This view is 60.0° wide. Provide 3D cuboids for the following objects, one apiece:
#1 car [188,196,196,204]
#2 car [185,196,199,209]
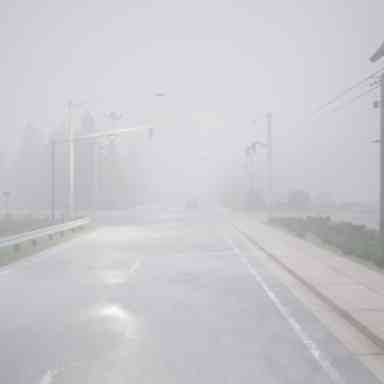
[{"bbox_3d":[0.003,1.678,71.513,1.837,1.490,4.892,0,0,0],"label":"car"},{"bbox_3d":[0.002,1.612,46.506,2.128,1.511,4.902,0,0,0],"label":"car"}]
